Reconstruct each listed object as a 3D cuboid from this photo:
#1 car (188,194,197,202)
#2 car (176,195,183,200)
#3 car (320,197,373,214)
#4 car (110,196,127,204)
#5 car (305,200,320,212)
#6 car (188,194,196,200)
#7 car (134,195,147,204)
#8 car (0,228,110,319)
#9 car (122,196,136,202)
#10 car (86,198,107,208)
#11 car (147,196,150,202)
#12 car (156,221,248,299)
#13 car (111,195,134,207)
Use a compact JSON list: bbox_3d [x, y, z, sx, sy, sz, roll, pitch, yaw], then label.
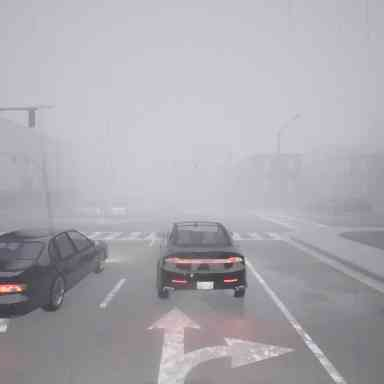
[{"bbox_3d":[0.015,1.500,75.586,1.837,1.490,4.892,0,0,0],"label":"car"},{"bbox_3d":[-3.486,1.524,92.909,1.812,1.442,4.674,0,0,0],"label":"car"},{"bbox_3d":[16.546,1.352,35.245,4.553,1.767,2.097,0,0,0],"label":"car"},{"bbox_3d":[-14.030,1.548,63.853,2.033,1.411,5.357,0,0,1],"label":"car"},{"bbox_3d":[15.718,1.492,38.745,4.902,1.511,2.128,0,0,0],"label":"car"},{"bbox_3d":[0.014,1.355,92.893,2.097,1.767,4.553,0,0,0],"label":"car"},{"bbox_3d":[-10.539,1.350,63.610,2.097,1.767,4.553,0,0,0],"label":"car"},{"bbox_3d":[-3.430,1.547,7.684,2.033,1.411,5.357,0,0,0],"label":"car"},{"bbox_3d":[-13.989,1.540,74.348,2.033,1.411,5.357,0,0,0],"label":"car"},{"bbox_3d":[-14.084,1.601,49.276,1.895,1.301,4.718,0,0,0],"label":"car"},{"bbox_3d":[-10.489,1.525,74.018,2.128,1.511,4.902,0,0,0],"label":"car"},{"bbox_3d":[0.116,1.492,8.488,2.128,1.511,4.902,0,0,-3],"label":"car"},{"bbox_3d":[-10.584,1.491,49.898,2.128,1.511,4.902,0,0,0],"label":"car"}]
